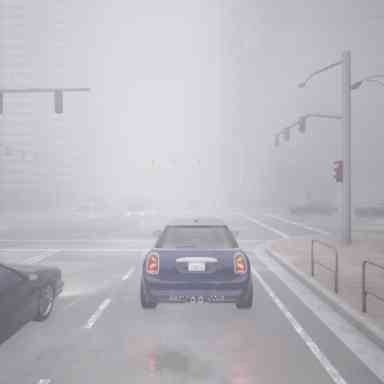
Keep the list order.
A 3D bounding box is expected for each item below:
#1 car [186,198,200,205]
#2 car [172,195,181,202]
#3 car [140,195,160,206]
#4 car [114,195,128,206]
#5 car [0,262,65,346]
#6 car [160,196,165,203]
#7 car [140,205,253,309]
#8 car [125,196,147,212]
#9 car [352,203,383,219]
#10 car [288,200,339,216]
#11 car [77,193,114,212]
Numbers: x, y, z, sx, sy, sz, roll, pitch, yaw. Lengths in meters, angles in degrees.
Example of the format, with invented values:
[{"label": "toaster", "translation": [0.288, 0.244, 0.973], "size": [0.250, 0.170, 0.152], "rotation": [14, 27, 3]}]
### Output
[{"label": "car", "translation": [0.180, 1.559, 48.658], "size": [1.994, 1.385, 4.181], "rotation": [0, 0, 0]}, {"label": "car", "translation": [-3.380, 1.458, 72.275], "size": [2.033, 1.411, 5.357], "rotation": [0, 0, 0]}, {"label": "car", "translation": [-6.984, 1.500, 55.191], "size": [1.837, 1.490, 4.892], "rotation": [0, 0, 0]}, {"label": "car", "translation": [-10.496, 1.347, 52.674], "size": [2.097, 1.767, 4.553], "rotation": [0, 0, 0]}, {"label": "car", "translation": [-3.413, 1.547, 4.185], "size": [2.033, 1.411, 5.357], "rotation": [0, 0, -1]}, {"label": "car", "translation": [-6.883, 1.535, 70.396], "size": [1.994, 1.385, 4.181], "rotation": [0, 0, 0]}, {"label": "car", "translation": [0.093, 1.351, 8.044], "size": [2.097, 1.767, 4.553], "rotation": [0, 0, 0]}, {"label": "car", "translation": [-6.543, 1.501, 39.288], "size": [1.837, 1.490, 4.892], "rotation": [0, 0, -7]}, {"label": "car", "translation": [16.504, 1.598, 28.677], "size": [4.718, 1.301, 1.895], "rotation": [0, 0, 1]}, {"label": "car", "translation": [11.709, 1.522, 32.220], "size": [4.674, 1.442, 1.812], "rotation": [0, 0, 1]}, {"label": "car", "translation": [-11.262, 1.347, 38.174], "size": [2.097, 1.767, 4.553], "rotation": [0, 0, 11]}]
